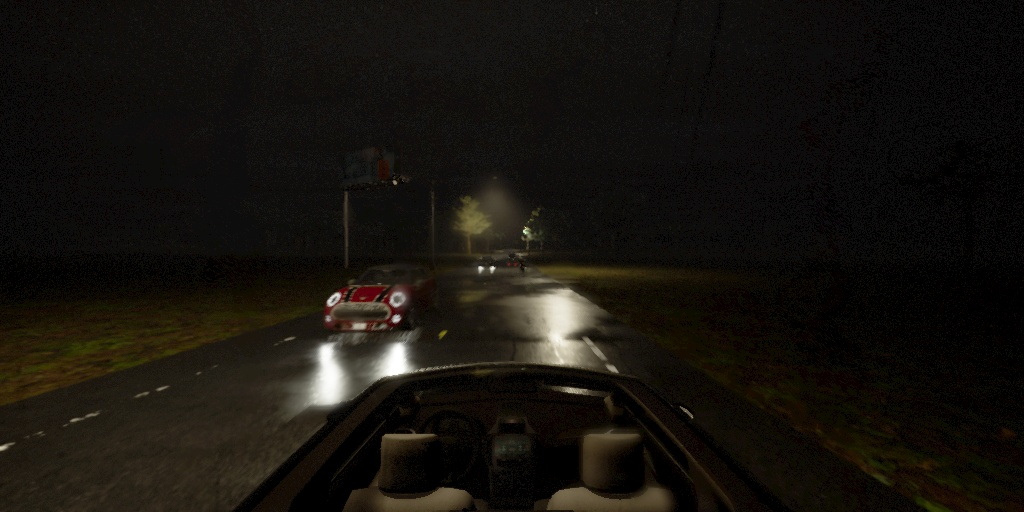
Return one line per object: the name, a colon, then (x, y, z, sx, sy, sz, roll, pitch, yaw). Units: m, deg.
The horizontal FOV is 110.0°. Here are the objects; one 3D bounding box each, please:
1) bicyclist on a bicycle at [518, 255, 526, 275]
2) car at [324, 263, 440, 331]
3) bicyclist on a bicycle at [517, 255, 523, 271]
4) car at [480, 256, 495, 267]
bicyclist on a bicycle: (0.973, 0.995, 32.294, 0.582, 1.620, 1.656, 0, 0, 0)
car: (-3.590, 1.050, 10.700, 2.097, 1.767, 4.553, 0, 0, 0)
bicyclist on a bicycle: (0.977, 0.812, 41.669, 0.659, 1.776, 1.843, 0, 1, 0)
car: (-3.524, 0.731, 51.677, 1.882, 1.535, 5.008, 0, 1, 1)
